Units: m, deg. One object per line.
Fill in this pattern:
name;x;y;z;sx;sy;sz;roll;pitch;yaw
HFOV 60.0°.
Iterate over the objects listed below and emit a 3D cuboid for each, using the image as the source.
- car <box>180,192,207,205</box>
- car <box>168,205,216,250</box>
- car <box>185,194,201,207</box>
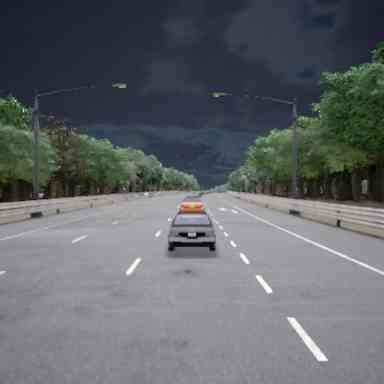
car;0.009;1.149;29.338;2.097;1.767;4.553;0;1;0
car;-0.001;1.507;14.003;2.033;1.411;5.357;0;0;0
car;0.172;1.084;44.494;2.128;1.511;4.902;0;1;1
